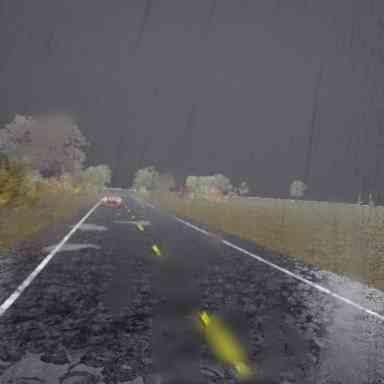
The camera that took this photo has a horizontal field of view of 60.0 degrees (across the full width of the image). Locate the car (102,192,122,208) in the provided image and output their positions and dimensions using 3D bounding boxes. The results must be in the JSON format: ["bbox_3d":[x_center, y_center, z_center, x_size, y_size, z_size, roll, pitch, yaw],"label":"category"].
[{"bbox_3d":[-9.270,0.825,38.644,2.097,1.767,4.553,3,0,-13],"label":"car"}]
